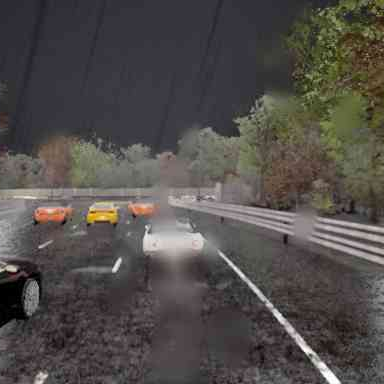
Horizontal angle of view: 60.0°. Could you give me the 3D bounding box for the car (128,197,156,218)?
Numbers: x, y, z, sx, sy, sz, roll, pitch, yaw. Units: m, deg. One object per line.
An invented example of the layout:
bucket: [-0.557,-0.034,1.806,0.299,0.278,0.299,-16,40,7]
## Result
car: [-4.694,1.359,30.769,2.097,1.767,4.553,0,0,-16]

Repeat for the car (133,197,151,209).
car: [-7.135,1.502,48.081,2.128,1.511,4.902,0,0,-3]

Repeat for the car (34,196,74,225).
car: [-10.173,1.384,24.736,2.097,1.767,4.553,0,0,-14]

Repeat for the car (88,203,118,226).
car: [-6.366,1.494,23.838,1.882,1.535,5.008,0,0,-13]

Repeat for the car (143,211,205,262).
car: [-0.769,1.599,12.173,1.895,1.301,4.718,0,0,-6]

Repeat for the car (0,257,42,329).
car: [-3.685,1.505,4.411,2.128,1.511,4.902,0,0,-3]

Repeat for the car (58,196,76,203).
car: [-27.746,1.611,73.512,2.128,1.511,4.902,0,0,-42]
